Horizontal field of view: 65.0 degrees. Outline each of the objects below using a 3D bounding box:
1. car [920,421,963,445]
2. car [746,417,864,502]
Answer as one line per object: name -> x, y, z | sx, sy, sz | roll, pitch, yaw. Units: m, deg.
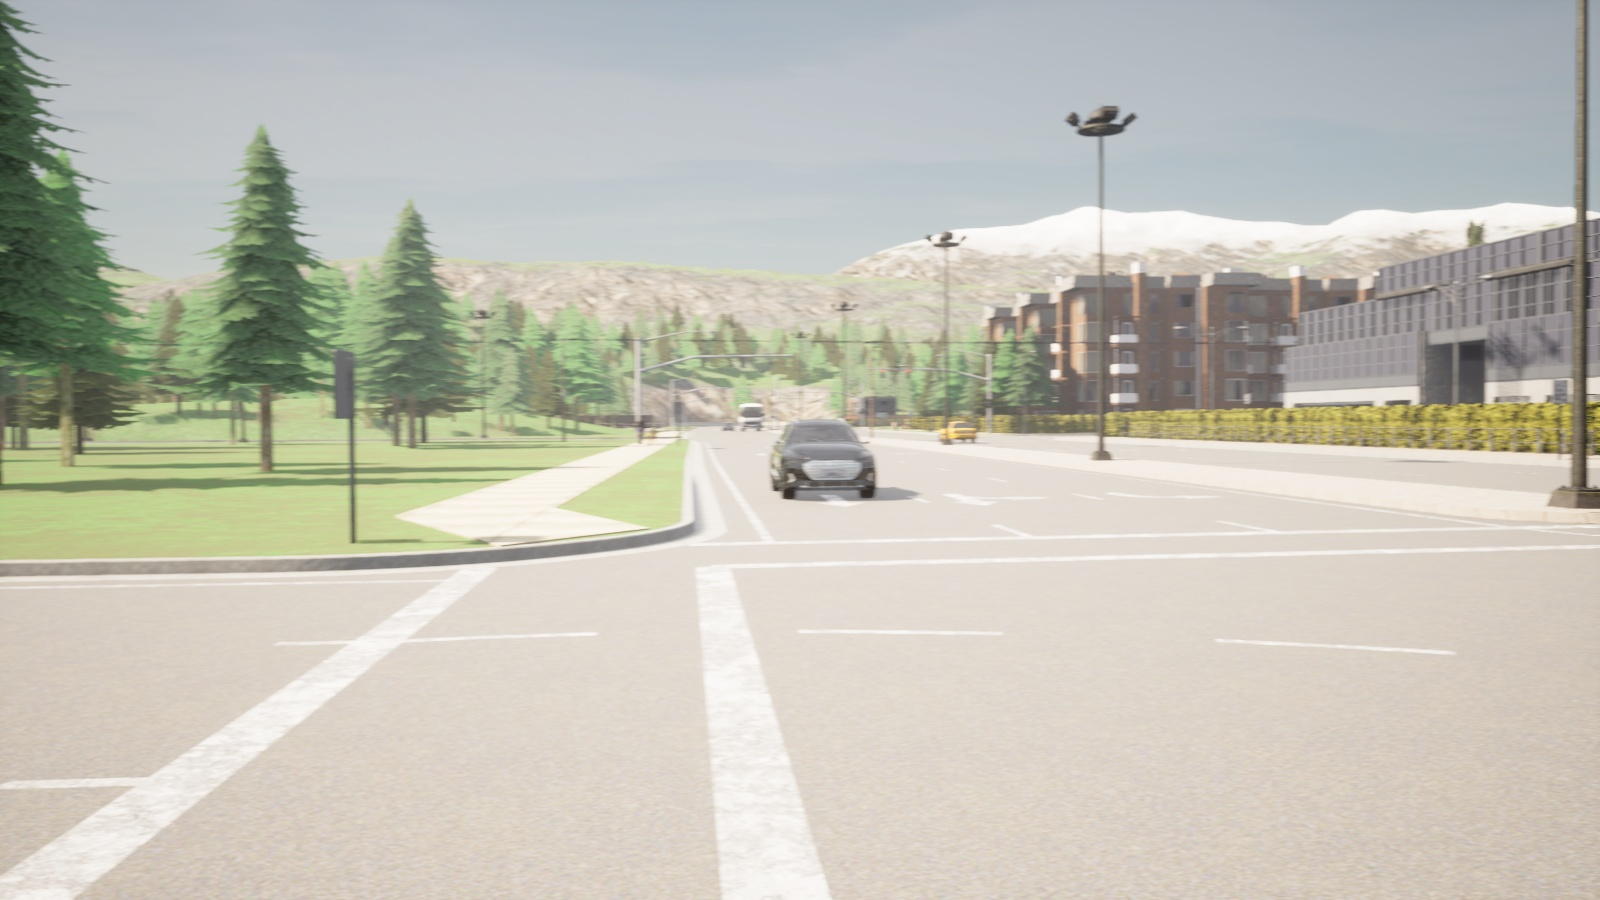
car -> 9.454, -1.189, 84.448 | 1.801, 1.575, 5.366 | 0, 1, -5
car -> -0.003, 0.131, 26.849 | 2.033, 1.649, 4.856 | 0, 1, -6
